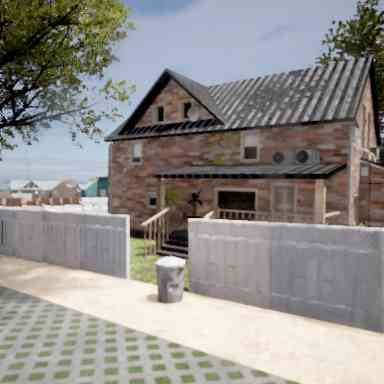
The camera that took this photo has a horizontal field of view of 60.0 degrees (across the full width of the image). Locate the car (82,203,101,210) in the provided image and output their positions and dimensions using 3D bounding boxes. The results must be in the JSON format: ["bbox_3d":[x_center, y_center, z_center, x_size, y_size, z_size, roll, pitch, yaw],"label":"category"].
[{"bbox_3d":[-11.462,1.905,36.679,4.181,1.385,1.994,1,1,-41],"label":"car"}]
